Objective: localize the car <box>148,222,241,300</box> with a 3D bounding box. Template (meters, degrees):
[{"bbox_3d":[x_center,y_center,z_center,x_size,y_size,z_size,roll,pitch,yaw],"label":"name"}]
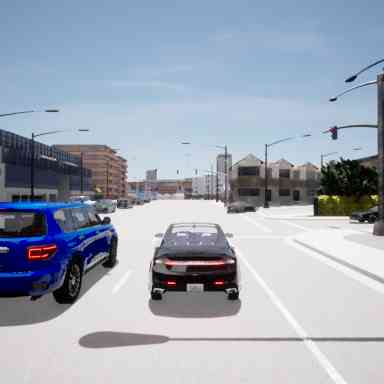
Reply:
[{"bbox_3d":[0.059,1.506,8.387,2.128,1.511,4.902,0,0,0],"label":"car"}]

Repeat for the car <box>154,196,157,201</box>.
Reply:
[{"bbox_3d":[-10.605,1.722,89.486,2.128,1.511,4.902,0,0,0],"label":"car"}]

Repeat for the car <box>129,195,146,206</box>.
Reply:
[{"bbox_3d":[-10.615,1.892,64.476,1.837,1.490,4.892,0,0,0],"label":"car"}]

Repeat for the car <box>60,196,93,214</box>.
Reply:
[{"bbox_3d":[-14.146,1.554,41.253,2.150,2.045,5.566,0,0,0],"label":"car"}]

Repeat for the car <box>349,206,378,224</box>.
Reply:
[{"bbox_3d":[15.071,1.686,25.515,5.357,1.411,2.033,0,-1,0],"label":"car"}]

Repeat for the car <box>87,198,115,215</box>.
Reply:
[{"bbox_3d":[-10.644,1.671,39.350,2.097,1.767,4.553,0,-1,0],"label":"car"}]

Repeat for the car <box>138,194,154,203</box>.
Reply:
[{"bbox_3d":[-10.588,1.779,75.304,2.033,1.411,5.357,0,1,0],"label":"car"}]

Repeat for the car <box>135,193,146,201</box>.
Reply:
[{"bbox_3d":[-14.107,1.430,90.704,2.150,2.045,5.566,0,0,0],"label":"car"}]

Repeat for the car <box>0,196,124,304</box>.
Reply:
[{"bbox_3d":[-3.442,1.239,8.343,2.150,2.045,5.566,0,0,0],"label":"car"}]

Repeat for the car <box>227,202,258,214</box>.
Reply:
[{"bbox_3d":[6.166,1.896,40.635,4.181,1.385,1.994,1,-1,-42],"label":"car"}]

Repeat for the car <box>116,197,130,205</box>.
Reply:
[{"bbox_3d":[-14.080,1.850,68.017,1.837,1.490,4.892,0,1,0],"label":"car"}]

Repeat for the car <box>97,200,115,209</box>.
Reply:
[{"bbox_3d":[-14.158,2.035,54.972,1.895,1.301,4.718,0,0,-1],"label":"car"}]

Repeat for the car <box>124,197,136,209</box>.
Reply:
[{"bbox_3d":[-10.652,1.932,52.483,1.837,1.490,4.892,0,0,0],"label":"car"}]
